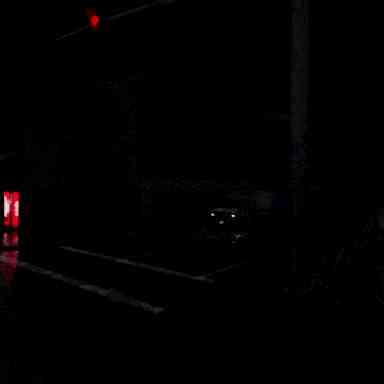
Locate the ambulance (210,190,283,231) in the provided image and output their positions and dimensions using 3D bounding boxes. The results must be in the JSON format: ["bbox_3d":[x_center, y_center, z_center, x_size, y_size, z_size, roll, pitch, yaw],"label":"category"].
[{"bbox_3d":[3.707,1.104,22.089,2.351,2.431,6.366,1,0,38],"label":"ambulance"}]
